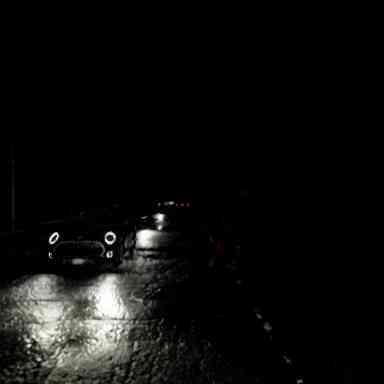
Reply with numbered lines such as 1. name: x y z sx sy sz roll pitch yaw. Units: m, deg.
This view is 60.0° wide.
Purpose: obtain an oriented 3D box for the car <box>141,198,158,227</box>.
1. car: -3.518 1.407 21.685 1.837 1.490 4.892 0 0 -2

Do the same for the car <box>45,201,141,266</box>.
1. car: -3.181 1.301 11.316 2.097 1.767 4.553 0 0 -2

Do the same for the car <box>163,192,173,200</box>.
1. car: -4.852 0.961 65.685 2.150 2.045 5.566 0 0 -1

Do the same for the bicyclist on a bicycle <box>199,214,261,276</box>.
1. bicyclist on a bicycle: 0.987 1.409 8.715 1.656 1.620 0.582 0 0 -2

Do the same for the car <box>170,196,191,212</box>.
1. car: -1.064 1.382 36.705 2.033 1.411 5.357 0 0 -2

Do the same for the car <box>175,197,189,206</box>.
1. car: -1.464 1.383 49.308 1.895 1.301 4.718 0 0 -2

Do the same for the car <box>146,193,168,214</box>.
1. car: -3.841 1.207 32.842 2.097 1.767 4.553 0 0 -1
